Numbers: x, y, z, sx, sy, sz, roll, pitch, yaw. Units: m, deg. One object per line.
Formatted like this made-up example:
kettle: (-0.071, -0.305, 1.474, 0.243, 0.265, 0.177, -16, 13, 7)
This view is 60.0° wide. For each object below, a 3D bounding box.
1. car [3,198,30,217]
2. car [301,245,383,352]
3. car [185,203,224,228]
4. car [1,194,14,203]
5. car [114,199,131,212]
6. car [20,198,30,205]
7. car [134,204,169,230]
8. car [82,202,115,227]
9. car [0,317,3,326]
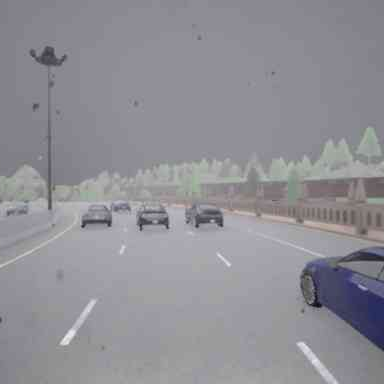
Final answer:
car: (-17.765, 1.689, 34.160, 1.812, 1.442, 4.674, 0, 0, -22)
car: (3.253, 1.516, 5.000, 1.812, 1.442, 4.674, 0, 0, -3)
car: (0.742, 1.522, 22.602, 1.837, 1.490, 4.892, 0, 0, -12)
car: (-40.975, 1.394, 73.907, 2.150, 2.045, 5.566, 0, 0, -26)
car: (-8.597, 1.618, 39.802, 1.812, 1.442, 4.674, 0, 0, -23)
car: (-35.490, 1.933, 70.748, 1.895, 1.301, 4.718, 0, 0, -26)
car: (-2.648, 1.529, 21.711, 2.128, 1.511, 4.902, 0, 0, -12)
car: (-6.758, 1.631, 23.774, 1.994, 1.385, 4.181, 0, 0, -15)
car: (-3.535, 1.566, 2.231, 2.033, 1.411, 5.357, 0, 0, -2)
